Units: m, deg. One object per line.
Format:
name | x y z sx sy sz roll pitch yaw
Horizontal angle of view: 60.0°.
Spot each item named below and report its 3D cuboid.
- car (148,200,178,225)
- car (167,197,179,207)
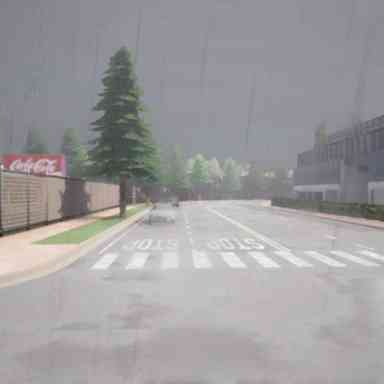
car | -2.097 1.542 24.037 1.812 1.442 4.674 0 0 -2
car | -2.917 1.490 50.133 2.128 1.511 4.902 0 0 0
